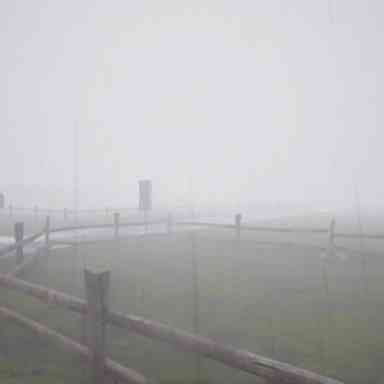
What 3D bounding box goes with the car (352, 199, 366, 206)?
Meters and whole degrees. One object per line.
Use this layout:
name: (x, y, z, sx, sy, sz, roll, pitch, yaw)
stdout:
car: (42.257, 2.762, 85.174, 2.128, 1.511, 4.902, -1, -1, 35)
